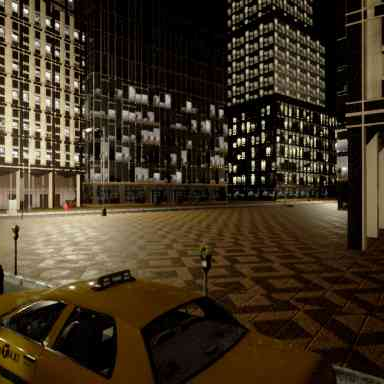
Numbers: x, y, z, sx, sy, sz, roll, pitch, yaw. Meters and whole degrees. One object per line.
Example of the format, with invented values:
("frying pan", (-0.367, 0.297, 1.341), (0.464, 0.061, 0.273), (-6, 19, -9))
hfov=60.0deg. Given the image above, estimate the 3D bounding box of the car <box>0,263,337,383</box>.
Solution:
("car", (-1.017, 1.525, 3.599), (4.829, 1.417, 1.752), (0, 0, 35))
